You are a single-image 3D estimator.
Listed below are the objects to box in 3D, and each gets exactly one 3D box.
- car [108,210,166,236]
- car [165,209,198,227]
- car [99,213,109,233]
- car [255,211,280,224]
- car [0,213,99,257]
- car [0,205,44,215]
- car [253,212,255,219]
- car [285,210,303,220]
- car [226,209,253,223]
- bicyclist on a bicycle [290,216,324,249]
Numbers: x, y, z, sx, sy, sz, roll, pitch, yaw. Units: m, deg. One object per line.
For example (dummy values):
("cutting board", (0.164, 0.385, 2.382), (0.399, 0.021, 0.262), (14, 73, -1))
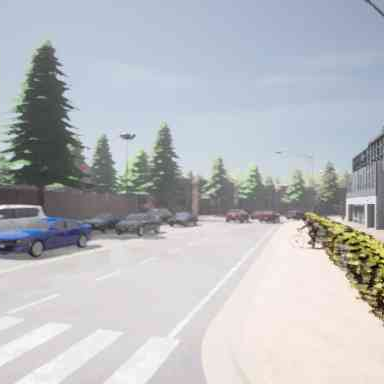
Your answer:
("car", (-3.864, 2.335, 24.352), (1.837, 1.490, 4.892), (0, -2, 17))
("car", (-0.807, 2.779, 34.112), (2.033, 1.411, 5.357), (0, -2, 17))
("car", (-6.839, 2.413, 26.604), (2.033, 1.411, 5.357), (0, -2, 17))
("car", (10.031, 3.199, 42.981), (1.882, 1.535, 5.008), (0, -2, 24))
("car", (-6.657, 1.939, 15.326), (1.882, 1.535, 5.008), (0, -2, 17))
("car", (-9.853, 1.687, 16.840), (2.150, 2.045, 5.566), (0, -2, 17))
("car", (10.649, 3.599, 51.385), (1.994, 1.385, 4.181), (-1, -3, 38))
("car", (16.611, 3.674, 52.893), (2.128, 1.511, 4.902), (-1, -3, 41))
("car", (5.861, 2.983, 42.298), (2.097, 1.767, 4.553), (0, -2, 23))
("bicyclist on a bicycle", (5.664, 1.991, 16.314), (1.656, 1.620, 0.582), (0, -2, 17))
